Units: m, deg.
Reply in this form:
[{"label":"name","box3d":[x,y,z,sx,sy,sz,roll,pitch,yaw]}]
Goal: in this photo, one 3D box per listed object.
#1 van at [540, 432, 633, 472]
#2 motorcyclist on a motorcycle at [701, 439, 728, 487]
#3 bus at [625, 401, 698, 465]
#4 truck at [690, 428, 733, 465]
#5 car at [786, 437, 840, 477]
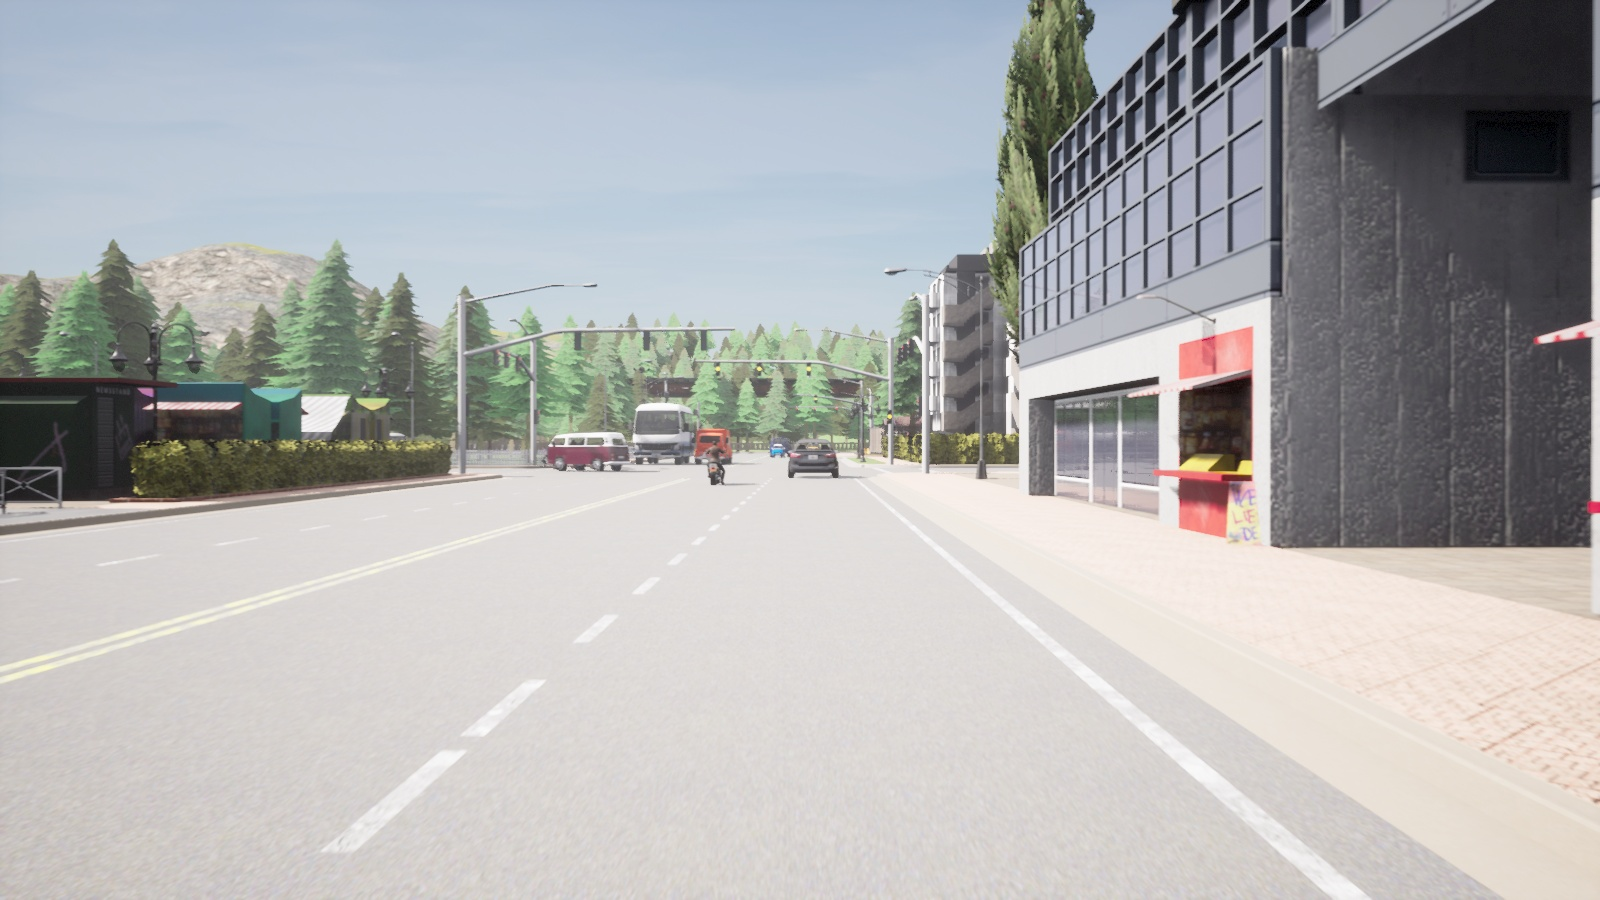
[{"label":"van","box3d":[-11.198,0.089,65.776,4.480,2.038,2.069,0,0,29]},{"label":"motorcyclist on a motorcycle","box3d":[-3.034,0.442,44.788,0.766,1.649,2.350,0,0,1]},{"label":"bus","box3d":[-9.589,-1.137,88.453,3.944,4.253,10.273,0,0,1]},{"label":"truck","box3d":[-6.102,-0.237,87.278,2.627,2.467,5.204,0,0,1]},{"label":"car","box3d":[0.571,0.281,55.072,2.242,1.667,4.611,0,0,1]}]
